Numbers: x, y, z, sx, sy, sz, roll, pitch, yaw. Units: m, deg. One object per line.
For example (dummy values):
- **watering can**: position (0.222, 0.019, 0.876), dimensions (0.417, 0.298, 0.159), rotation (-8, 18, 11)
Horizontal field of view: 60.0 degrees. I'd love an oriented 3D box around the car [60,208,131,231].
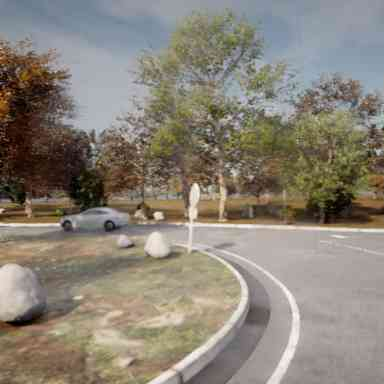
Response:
- **car**: position (-6.422, 1.774, 22.210), dimensions (4.674, 1.442, 1.812), rotation (-1, 0, 8)
